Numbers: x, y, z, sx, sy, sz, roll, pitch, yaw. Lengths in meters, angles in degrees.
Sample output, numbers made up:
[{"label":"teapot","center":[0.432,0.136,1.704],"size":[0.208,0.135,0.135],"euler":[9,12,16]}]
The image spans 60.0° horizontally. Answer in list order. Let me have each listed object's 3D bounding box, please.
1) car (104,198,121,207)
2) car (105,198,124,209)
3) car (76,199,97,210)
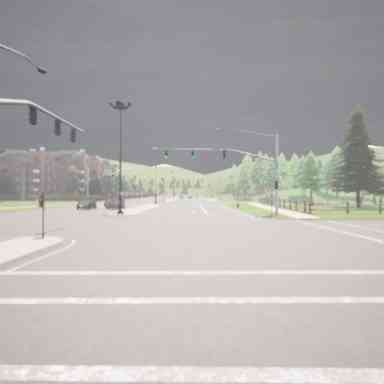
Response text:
[{"label":"car","center":[-15.086,1.964,63.302],"size":[2.033,1.411,5.357],"euler":[0,0,0]},{"label":"car","center":[-11.651,1.684,50.390],"size":[2.097,1.767,4.553],"euler":[0,0,0]},{"label":"car","center":[-15.058,1.806,47.605],"size":[2.128,1.511,4.902],"euler":[0,-1,0]}]
